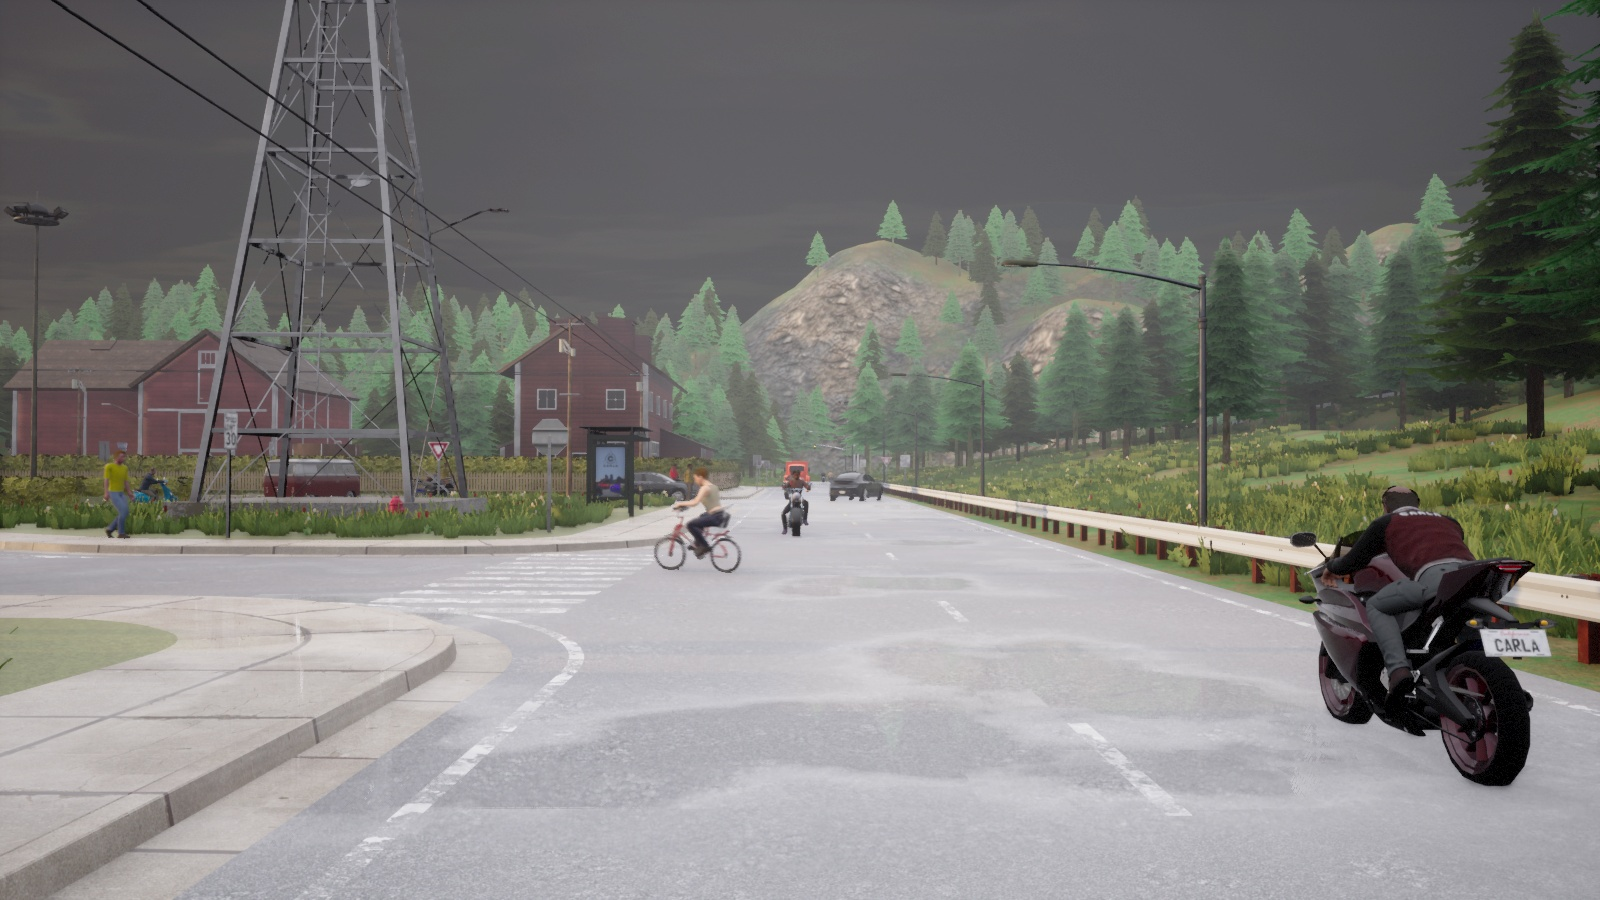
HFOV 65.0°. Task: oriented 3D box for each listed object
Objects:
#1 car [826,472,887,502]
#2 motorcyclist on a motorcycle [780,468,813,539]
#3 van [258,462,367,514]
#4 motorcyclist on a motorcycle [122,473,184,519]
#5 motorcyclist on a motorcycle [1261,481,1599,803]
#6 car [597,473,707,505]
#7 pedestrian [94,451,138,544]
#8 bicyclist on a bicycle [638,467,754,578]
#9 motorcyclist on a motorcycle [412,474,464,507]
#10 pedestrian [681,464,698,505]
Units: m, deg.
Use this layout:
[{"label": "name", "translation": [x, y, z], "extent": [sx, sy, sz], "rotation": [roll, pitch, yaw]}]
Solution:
[{"label": "car", "translation": [3.007, 1.916, 66.171], "extent": [1.837, 1.490, 4.892], "rotation": [0, -1, 20]}, {"label": "motorcyclist on a motorcycle", "translation": [-0.075, 1.279, 30.673], "extent": [0.766, 1.649, 2.350], "rotation": [0, -1, 0]}, {"label": "van", "translation": [-19.596, 1.495, 50.716], "extent": [1.775, 1.987, 4.442], "rotation": [-1, -1, 16]}, {"label": "motorcyclist on a motorcycle", "translation": [-23.024, 1.609, 44.696], "extent": [1.817, 1.590, 0.866], "rotation": [0, -1, -36]}, {"label": "motorcyclist on a motorcycle", "translation": [3.482, 0.956, 7.181], "extent": [0.866, 1.530, 2.191], "rotation": [0, -1, 0]}, {"label": "car", "translation": [-6.962, 1.839, 59.239], "extent": [4.892, 1.490, 1.837], "rotation": [0, -1, 5]}, {"label": "pedestrian", "translation": [-13.655, 0.944, 25.065], "extent": [0.706, 1.836, 0.354], "rotation": [0, -1, 11]}, {"label": "bicyclist on a bicycle", "translation": [-1.584, 1.080, 19.229], "extent": [1.509, 1.612, 0.866], "rotation": [-1, 1, 24]}, {"label": "motorcyclist on a motorcycle", "translation": [-17.131, 1.913, 59.424], "extent": [2.191, 1.530, 0.866], "rotation": [0, -1, 0]}, {"label": "pedestrian", "translation": [-5.060, 1.581, 57.373], "extent": [0.709, 1.840, 0.431], "rotation": [0, -1, -11]}]
